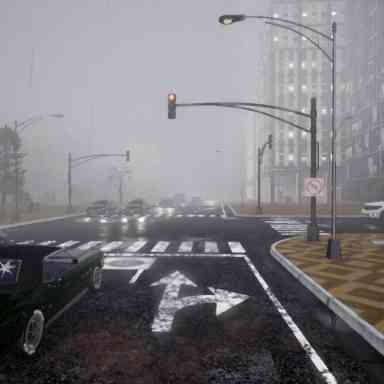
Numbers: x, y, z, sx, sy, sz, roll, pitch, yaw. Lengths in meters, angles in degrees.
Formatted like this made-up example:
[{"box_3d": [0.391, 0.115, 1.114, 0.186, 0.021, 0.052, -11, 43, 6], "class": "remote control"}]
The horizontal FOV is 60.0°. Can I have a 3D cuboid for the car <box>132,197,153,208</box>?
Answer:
[{"box_3d": [-7.085, 1.468, 47.841, 1.882, 1.535, 5.008, 0, 0, 5], "class": "car"}]

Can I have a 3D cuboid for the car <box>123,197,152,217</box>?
[{"box_3d": [-5.122, 1.491, 31.568, 1.837, 1.490, 4.892, 0, -1, 5], "class": "car"}]

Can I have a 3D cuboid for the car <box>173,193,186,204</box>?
[{"box_3d": [-2.387, 1.221, 65.143, 2.150, 2.045, 5.566, 0, 0, 5], "class": "car"}]

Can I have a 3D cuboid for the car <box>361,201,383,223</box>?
[{"box_3d": [14.830, 1.059, 22.949, 5.566, 2.045, 2.150, 0, 0, 5], "class": "car"}]

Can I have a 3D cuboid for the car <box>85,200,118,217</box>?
[{"box_3d": [-8.395, 1.496, 31.356, 1.837, 1.490, 4.892, 0, 0, 4], "class": "car"}]

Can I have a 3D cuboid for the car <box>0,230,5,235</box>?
[{"box_3d": [-6.434, 1.503, 7.988, 1.837, 1.490, 4.892, 0, 0, 2], "class": "car"}]

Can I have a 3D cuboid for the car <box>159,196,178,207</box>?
[{"box_3d": [-3.709, 1.593, 49.295, 1.895, 1.301, 4.718, 0, 0, 5], "class": "car"}]

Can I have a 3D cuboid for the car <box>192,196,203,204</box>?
[{"box_3d": [1.013, 1.546, 65.200, 2.033, 1.411, 5.357, 0, 0, 5], "class": "car"}]

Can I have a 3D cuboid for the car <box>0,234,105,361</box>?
[{"box_3d": [-3.043, 1.600, 5.946, 1.895, 1.301, 4.718, 0, 0, 1], "class": "car"}]

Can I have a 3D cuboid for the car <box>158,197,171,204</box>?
[{"box_3d": [-5.461, 1.598, 67.292, 1.895, 1.301, 4.718, 0, 0, 5], "class": "car"}]
